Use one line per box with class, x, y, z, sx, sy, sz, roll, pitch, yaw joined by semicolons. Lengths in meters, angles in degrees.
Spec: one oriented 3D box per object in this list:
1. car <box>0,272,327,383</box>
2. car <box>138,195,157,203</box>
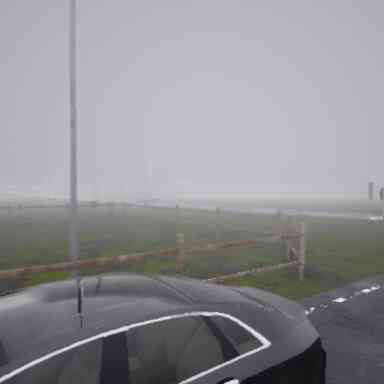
car;-1.033;1.502;2.328;4.892;1.490;1.837;0;0;-35
car;-7.775;1.238;57.783;1.994;1.385;4.181;0;1;-35
